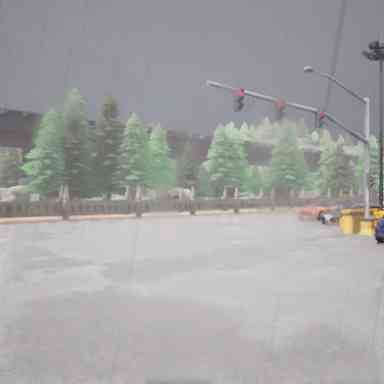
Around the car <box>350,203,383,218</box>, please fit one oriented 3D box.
[{"bbox_3d":[18.373,1.821,34.174,4.181,1.385,1.994,1,0,-36],"label":"car"}]

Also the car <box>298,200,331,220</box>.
[{"bbox_3d":[11.386,1.546,29.274,4.553,1.767,2.097,1,0,-35],"label":"car"}]

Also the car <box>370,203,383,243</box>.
[{"bbox_3d":[10.594,1.482,15.605,4.553,1.767,2.097,1,0,-36],"label":"car"}]

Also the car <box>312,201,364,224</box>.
[{"bbox_3d":[11.644,1.669,25.145,4.902,1.511,2.128,1,0,-36],"label":"car"}]
